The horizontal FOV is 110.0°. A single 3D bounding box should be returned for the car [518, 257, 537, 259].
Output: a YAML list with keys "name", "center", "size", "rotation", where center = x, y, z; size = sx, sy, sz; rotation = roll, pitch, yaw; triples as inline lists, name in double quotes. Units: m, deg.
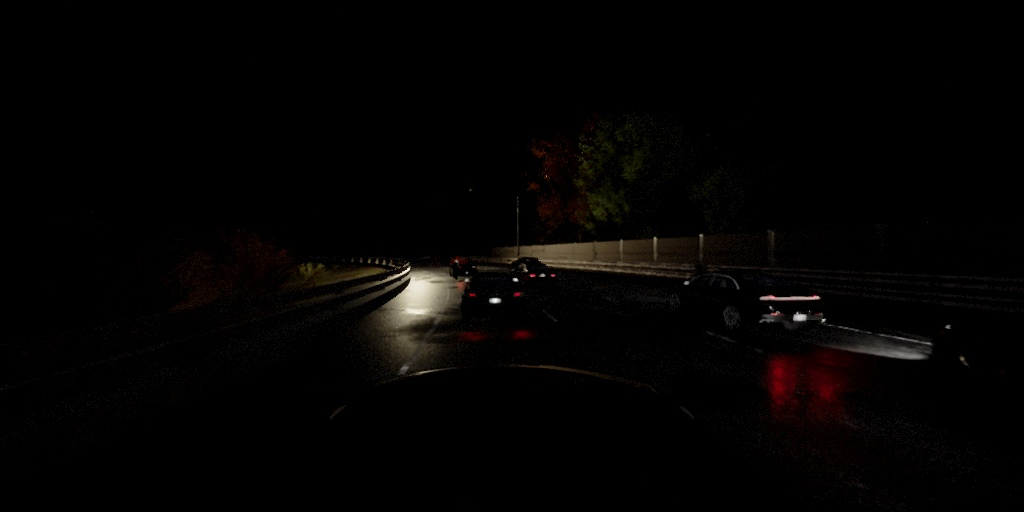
- name: "car"
  center: [1.325, 0.863, 35.546]
  size: [2.097, 1.767, 4.553]
  rotation: [0, 0, -18]

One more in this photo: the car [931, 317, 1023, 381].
- name: "car"
  center: [8.526, 1.272, 4.573]
  size: [1.994, 1.385, 4.181]
  rotation: [0, 0, -6]

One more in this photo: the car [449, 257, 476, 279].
- name: "car"
  center: [-4.084, 1.057, 29.656]
  size: [2.128, 1.511, 4.902]
  rotation: [0, 0, -15]

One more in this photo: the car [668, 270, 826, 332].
- name: "car"
  center: [6.402, 1.164, 10.546]
  size: [2.128, 1.511, 4.902]
  rotation: [0, 0, -3]

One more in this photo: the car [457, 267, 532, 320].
- name: "car"
  center: [-0.697, 1.242, 12.322]
  size: [1.994, 1.385, 4.181]
  rotation: [0, 0, -6]

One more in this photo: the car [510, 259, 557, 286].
- name: "car"
  center: [1.232, 1.146, 22.965]
  size: [2.033, 1.411, 5.357]
  rotation: [0, 0, -12]

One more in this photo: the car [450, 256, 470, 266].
- name: "car"
  center: [-8.677, 0.849, 59.060]
  size: [1.882, 1.535, 5.008]
  rotation: [0, 0, -26]
